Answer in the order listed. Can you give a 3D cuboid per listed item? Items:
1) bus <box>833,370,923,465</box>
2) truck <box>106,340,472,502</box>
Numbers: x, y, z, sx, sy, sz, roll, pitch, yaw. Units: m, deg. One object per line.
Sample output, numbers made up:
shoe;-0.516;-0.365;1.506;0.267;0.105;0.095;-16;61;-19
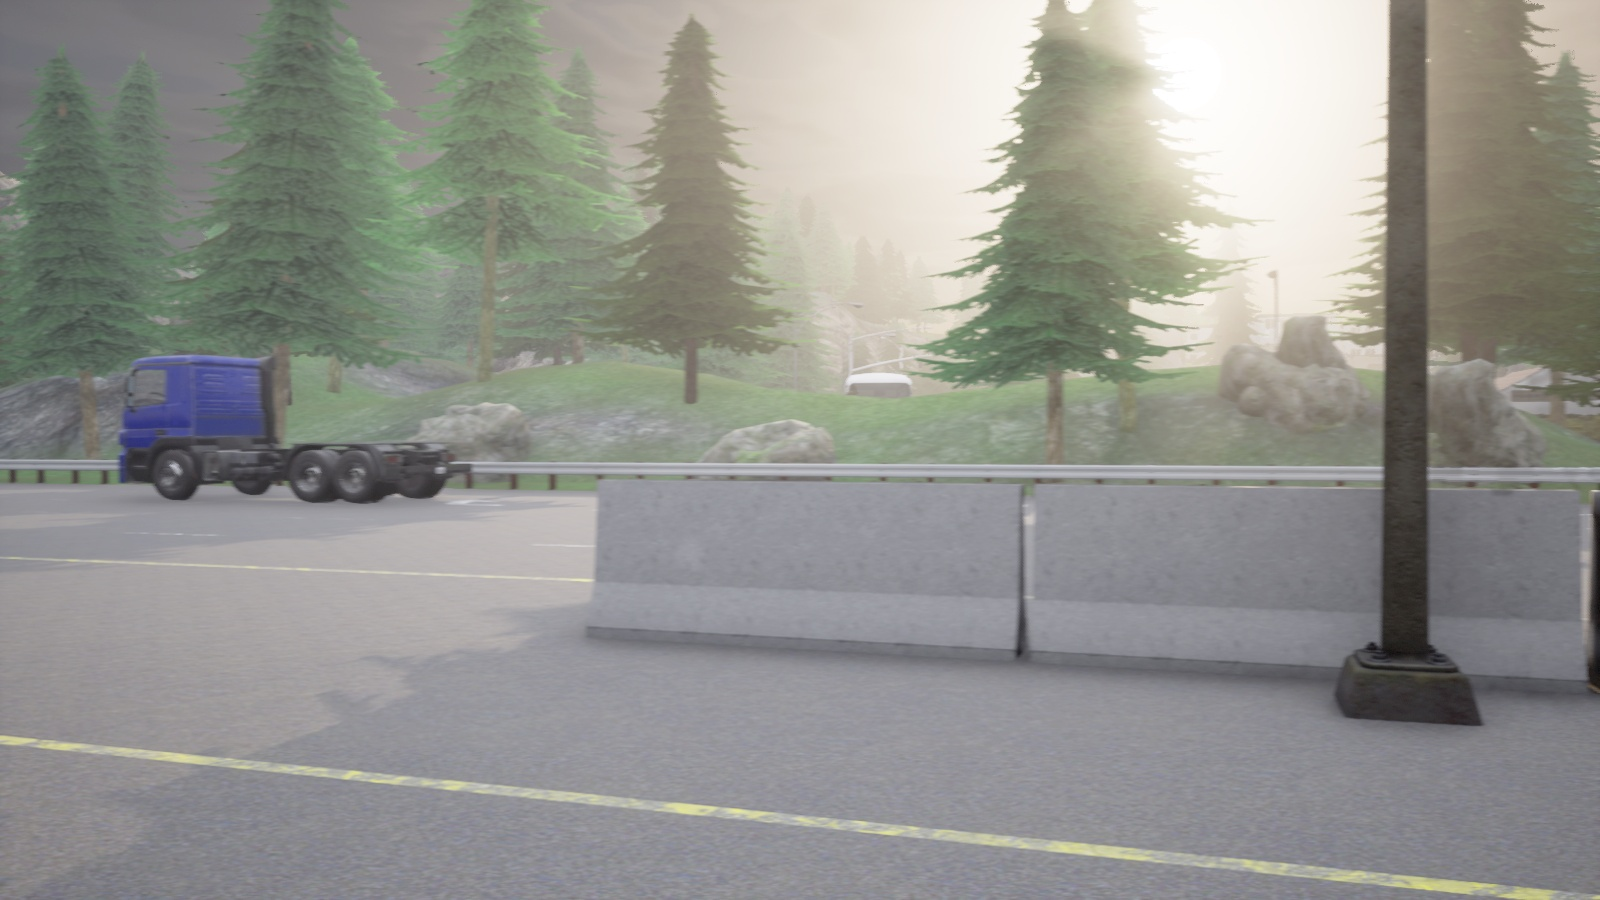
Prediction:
bus;3.656;-1.548;61.932;3.944;4.253;10.273;0;1;1
truck;-11.927;-0.671;29.348;7.936;3.462;2.891;1;1;19
